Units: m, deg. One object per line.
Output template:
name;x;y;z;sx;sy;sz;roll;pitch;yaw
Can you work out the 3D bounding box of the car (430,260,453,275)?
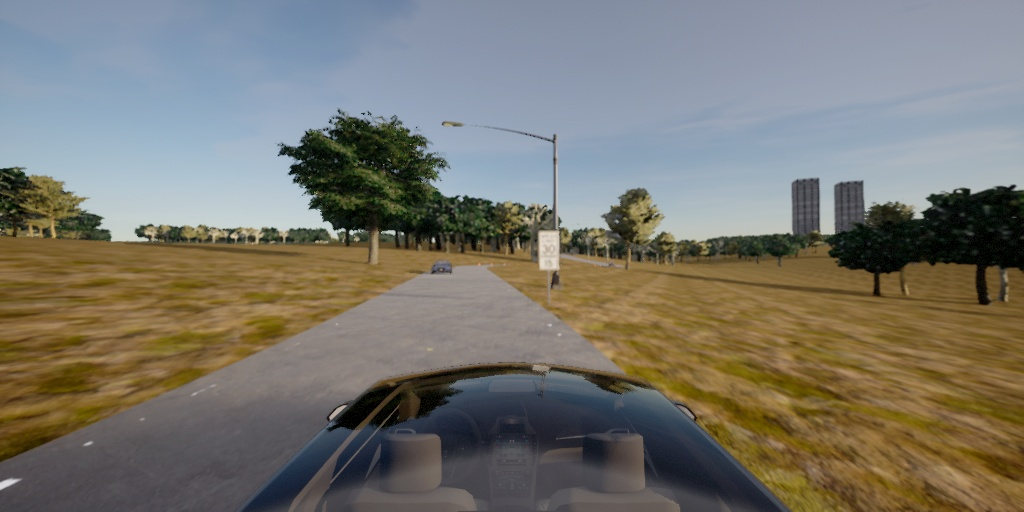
car;-6.886;1.095;35.533;1.994;1.385;4.181;0;0;-7
